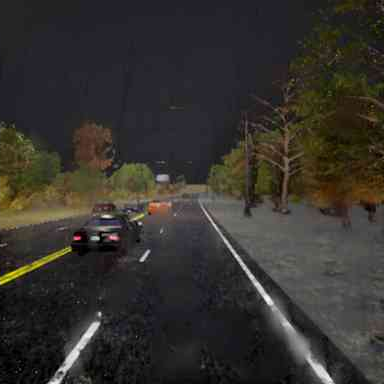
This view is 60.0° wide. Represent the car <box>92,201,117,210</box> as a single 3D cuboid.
[{"bbox_3d":[-9.854,1.661,37.639,1.994,1.385,4.181,0,0,1],"label":"car"}]

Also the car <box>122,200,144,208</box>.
[{"bbox_3d":[-6.604,1.635,37.714,2.033,1.411,5.357,0,0,1],"label":"car"}]

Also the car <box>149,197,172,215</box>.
[{"bbox_3d":[-3.234,1.427,34.585,2.097,1.767,4.553,0,0,0],"label":"car"}]

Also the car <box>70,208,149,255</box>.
[{"bbox_3d":[-3.206,1.588,13.488,2.033,1.411,5.357,0,0,0],"label":"car"}]
